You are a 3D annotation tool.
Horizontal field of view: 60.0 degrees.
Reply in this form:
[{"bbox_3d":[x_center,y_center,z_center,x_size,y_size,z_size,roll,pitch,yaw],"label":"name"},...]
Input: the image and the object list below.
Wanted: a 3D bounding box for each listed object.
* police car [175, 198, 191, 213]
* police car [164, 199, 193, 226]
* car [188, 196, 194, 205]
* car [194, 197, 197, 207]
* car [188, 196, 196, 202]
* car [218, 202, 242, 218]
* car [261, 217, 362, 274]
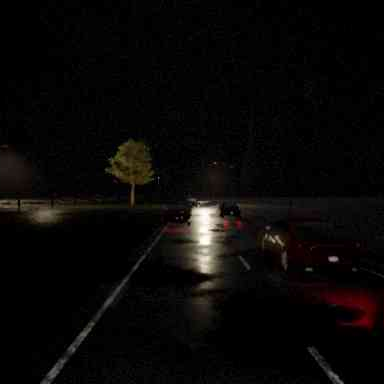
[{"bbox_3d":[-1.055,1.660,41.451,1.930,1.638,5.238,0,0,0],"label":"police car"},{"bbox_3d":[-1.053,1.597,25.451,1.930,1.638,5.238,0,0,0],"label":"police car"},{"bbox_3d":[-1.055,1.562,35.311,2.097,1.767,4.553,0,0,0],"label":"car"},{"bbox_3d":[-0.007,1.853,59.559,2.033,1.411,5.357,0,0,0],"label":"car"},{"bbox_3d":[-0.009,1.762,81.519,1.994,1.385,4.181,0,0,0],"label":"car"},{"bbox_3d":[3.611,1.726,32.579,1.812,1.442,4.674,0,0,0],"label":"car"},{"bbox_3d":[3.598,1.570,10.933,1.882,1.535,5.008,0,0,0],"label":"car"}]
